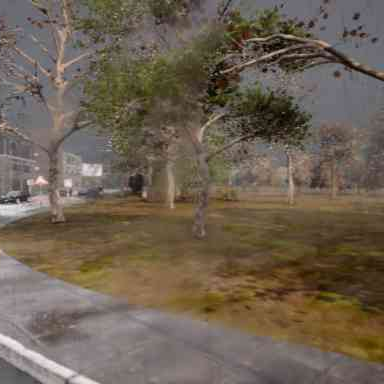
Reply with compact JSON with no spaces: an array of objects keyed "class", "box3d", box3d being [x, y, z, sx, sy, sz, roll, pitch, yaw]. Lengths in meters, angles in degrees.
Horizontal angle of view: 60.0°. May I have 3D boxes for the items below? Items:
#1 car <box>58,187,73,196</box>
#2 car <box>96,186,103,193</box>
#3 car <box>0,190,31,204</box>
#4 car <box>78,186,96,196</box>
[{"class":"car","box3d":[-22.708,-0.022,59.269,1.837,1.490,4.892,0,2,-4]},{"class":"car","box3d":[-20.355,-0.594,71.401,2.128,1.511,4.902,0,2,-4]},{"class":"car","box3d":[-21.338,0.609,40.426,1.882,1.535,5.008,0,2,-4]},{"class":"car","box3d":[-19.605,-0.052,61.433,1.994,1.385,4.181,0,2,-4]}]
